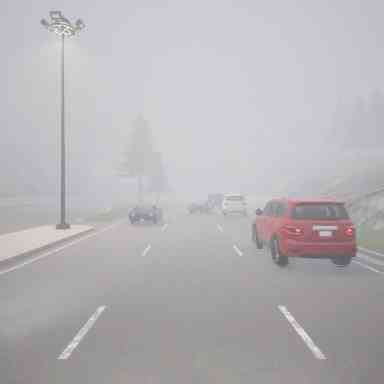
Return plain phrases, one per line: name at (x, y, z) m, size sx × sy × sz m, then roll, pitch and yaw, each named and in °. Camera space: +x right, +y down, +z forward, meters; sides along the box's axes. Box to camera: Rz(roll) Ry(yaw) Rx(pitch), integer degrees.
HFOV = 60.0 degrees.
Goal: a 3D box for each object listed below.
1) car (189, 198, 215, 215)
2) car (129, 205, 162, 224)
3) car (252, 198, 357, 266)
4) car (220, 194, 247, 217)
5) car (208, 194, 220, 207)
car at (0.955, 1.601, 34.438) m, size 1.895 × 1.301 × 4.718 m, roll 0°, pitch 0°, yaw 9°
car at (-3.338, 1.600, 24.822) m, size 1.895 × 1.301 × 4.718 m, roll 0°, pitch 0°, yaw 1°
car at (3.603, 1.221, 11.654) m, size 2.150 × 2.045 × 5.566 m, roll 0°, pitch 0°, yaw 0°
car at (4.053, 1.221, 32.033) m, size 2.150 × 2.045 × 5.566 m, roll 0°, pitch 0°, yaw 5°
car at (3.434, 1.221, 44.494) m, size 2.150 × 2.045 × 5.566 m, roll 0°, pitch 0°, yaw 16°
